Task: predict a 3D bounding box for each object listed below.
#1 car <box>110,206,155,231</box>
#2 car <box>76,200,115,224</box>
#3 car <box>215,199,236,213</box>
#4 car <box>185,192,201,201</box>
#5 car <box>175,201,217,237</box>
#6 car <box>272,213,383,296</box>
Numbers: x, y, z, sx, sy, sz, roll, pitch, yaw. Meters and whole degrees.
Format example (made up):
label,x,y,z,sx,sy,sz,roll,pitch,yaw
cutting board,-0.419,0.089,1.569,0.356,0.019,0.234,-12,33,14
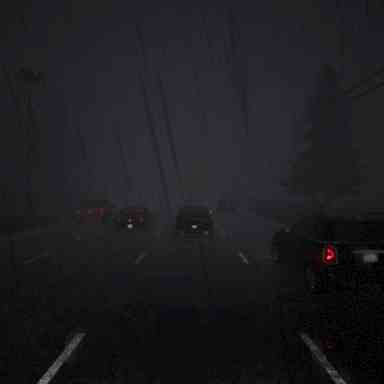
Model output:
label,x,y,z,sx,sy,sz,roll,pitch,yaw
car,-3.395,1.587,20.473,1.895,1.301,4.718,0,0,0
car,-6.895,1.334,24.597,2.097,1.767,4.553,0,0,0
car,3.609,1.473,36.242,2.128,1.511,4.902,0,0,0
car,0.111,1.194,48.246,2.150,2.045,5.566,0,0,0
car,0.104,1.467,17.984,1.882,1.535,5.008,0,0,0
car,3.602,1.349,8.832,2.097,1.767,4.553,0,0,0
